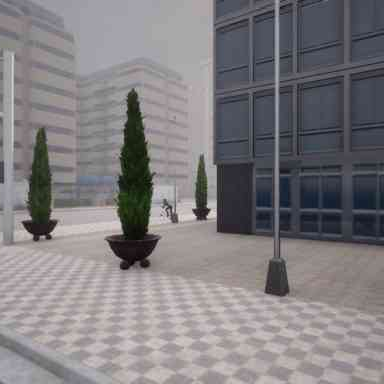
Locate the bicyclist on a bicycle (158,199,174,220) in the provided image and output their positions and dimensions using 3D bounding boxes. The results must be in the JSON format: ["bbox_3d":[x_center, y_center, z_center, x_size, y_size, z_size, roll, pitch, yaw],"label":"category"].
[{"bbox_3d":[-1.999,1.356,25.879,1.656,1.620,0.582,0,0,35],"label":"bicyclist on a bicycle"}]
